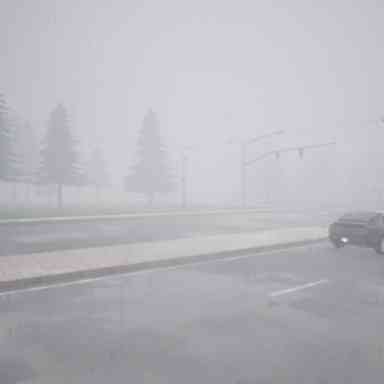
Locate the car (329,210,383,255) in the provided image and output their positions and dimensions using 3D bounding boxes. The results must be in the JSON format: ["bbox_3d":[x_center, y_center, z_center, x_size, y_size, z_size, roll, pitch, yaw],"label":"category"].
[{"bbox_3d":[7.518,1.506,13.449,4.892,1.490,1.837,1,0,-35],"label":"car"}]
